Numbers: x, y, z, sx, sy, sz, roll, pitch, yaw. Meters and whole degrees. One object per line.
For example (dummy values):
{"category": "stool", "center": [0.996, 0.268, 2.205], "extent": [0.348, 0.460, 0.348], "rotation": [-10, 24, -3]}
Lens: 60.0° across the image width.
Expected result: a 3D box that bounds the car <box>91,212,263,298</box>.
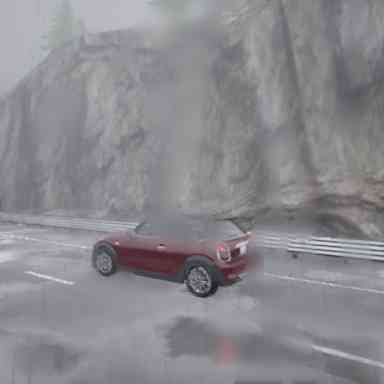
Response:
{"category": "car", "center": [-0.570, 1.329, 8.731], "extent": [4.553, 1.767, 2.097], "rotation": [0, 0, 35]}
